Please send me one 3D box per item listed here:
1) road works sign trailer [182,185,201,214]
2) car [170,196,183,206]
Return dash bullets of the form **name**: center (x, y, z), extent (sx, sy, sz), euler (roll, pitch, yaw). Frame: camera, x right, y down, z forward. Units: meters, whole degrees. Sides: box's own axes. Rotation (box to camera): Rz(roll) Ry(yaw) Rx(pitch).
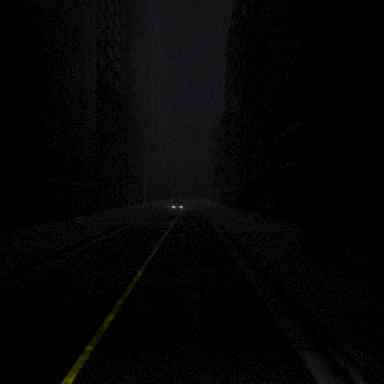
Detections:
- **road works sign trailer**: center (-0.020, 0.872, 41.196), extent (2.380, 3.560, 2.880), euler (0, -1, 0)
- **car**: center (-3.034, 1.953, 71.764), extent (2.150, 2.045, 5.566), euler (0, -1, 0)
